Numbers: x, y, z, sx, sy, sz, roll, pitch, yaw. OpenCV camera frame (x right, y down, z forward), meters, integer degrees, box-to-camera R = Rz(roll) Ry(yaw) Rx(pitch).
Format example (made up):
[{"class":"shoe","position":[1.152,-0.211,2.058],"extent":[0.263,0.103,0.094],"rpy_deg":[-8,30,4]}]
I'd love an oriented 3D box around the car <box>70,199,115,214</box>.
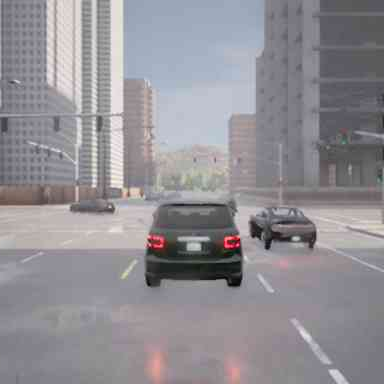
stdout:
[{"class":"car","position":[-9.254,1.301,30.843],"extent":[4.181,1.385,1.994],"rpy_deg":[0,0,23]}]

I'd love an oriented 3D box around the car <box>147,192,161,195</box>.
[{"class":"car","position":[-7.113,0.848,59.137],"extent":[2.097,1.767,4.553],"rpy_deg":[0,0,1]}]

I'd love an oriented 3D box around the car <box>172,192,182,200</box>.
[{"class":"car","position":[-3.324,0.864,74.684],"extent":[1.837,1.490,4.892],"rpy_deg":[0,0,1]}]

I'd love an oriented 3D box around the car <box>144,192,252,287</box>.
[{"class":"car","position":[0.049,1.143,9.206],"extent":[2.150,2.045,5.566],"rpy_deg":[0,1,0]}]

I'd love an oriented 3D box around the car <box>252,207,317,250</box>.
[{"class":"car","position":[3.563,1.371,13.782],"extent":[2.128,1.511,4.902],"rpy_deg":[0,0,0]}]

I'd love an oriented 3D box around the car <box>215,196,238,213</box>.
[{"class":"car","position":[3.411,1.215,33.987],"extent":[1.837,1.490,4.892],"rpy_deg":[0,1,-1]}]

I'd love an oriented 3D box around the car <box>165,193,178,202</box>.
[{"class":"car","position":[-3.613,1.001,59.131],"extent":[1.837,1.490,4.892],"rpy_deg":[0,0,1]}]

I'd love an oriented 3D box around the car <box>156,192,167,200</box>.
[{"class":"car","position":[-6.825,0.864,74.648],"extent":[1.837,1.490,4.892],"rpy_deg":[0,0,1]}]
